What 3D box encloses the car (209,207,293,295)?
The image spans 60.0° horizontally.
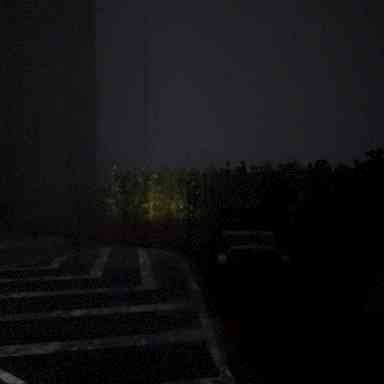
[{"bbox_3d":[1.424,1.382,8.840,1.905,1.878,3.866,0,0,4],"label":"car"}]

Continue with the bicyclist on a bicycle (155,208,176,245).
[{"bbox_3d":[-1.118,1.493,14.451,0.582,1.620,1.656,20,-14,-31],"label":"bicyclist on a bicycle"}]
